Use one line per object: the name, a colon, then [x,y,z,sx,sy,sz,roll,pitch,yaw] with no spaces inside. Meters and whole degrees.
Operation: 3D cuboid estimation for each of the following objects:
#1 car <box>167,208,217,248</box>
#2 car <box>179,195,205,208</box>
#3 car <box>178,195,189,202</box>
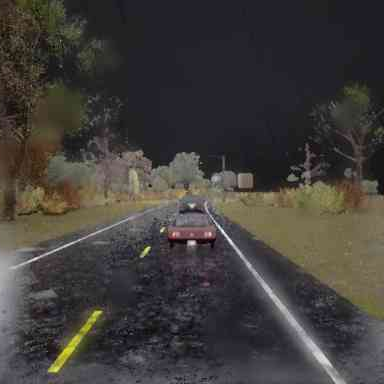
car: [0.000,1.617,14.680,1.895,1.301,4.718,0,0,0]
car: [0.004,1.259,29.674,2.150,2.045,5.566,0,0,0]
car: [-1.952,1.486,76.779,2.033,1.411,5.357,0,0,3]
